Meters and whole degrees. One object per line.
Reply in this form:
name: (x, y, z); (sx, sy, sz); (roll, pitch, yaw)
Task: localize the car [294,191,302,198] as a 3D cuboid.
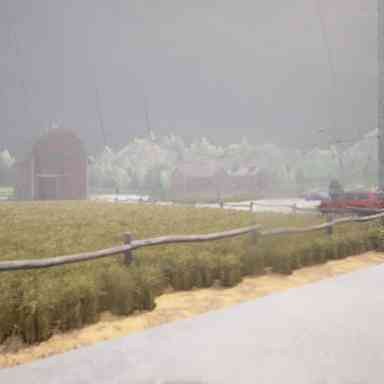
car: (26.969, 0.598, 80.716); (1.932, 1.855, 4.605); (-1, 0, -36)

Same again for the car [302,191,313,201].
car: (23.477, 0.914, 61.746); (2.242, 1.667, 4.611); (-1, 0, -36)

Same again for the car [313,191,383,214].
car: (12.769, 0.963, 26.376); (2.150, 2.045, 5.566); (-1, 0, -29)

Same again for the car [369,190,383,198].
car: (43.016, 0.493, 76.029); (1.905, 1.878, 3.866); (-1, 0, -36)
